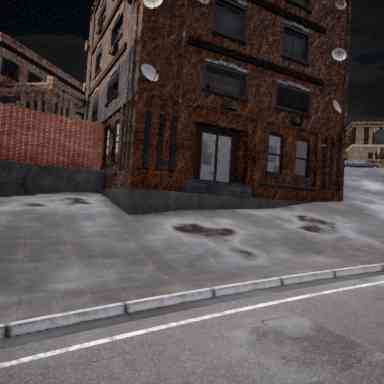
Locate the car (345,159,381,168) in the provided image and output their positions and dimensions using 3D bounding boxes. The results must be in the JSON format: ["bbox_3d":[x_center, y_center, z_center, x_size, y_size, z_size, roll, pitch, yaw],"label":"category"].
[{"bbox_3d":[21.218,-3.296,41.902,4.553,1.767,2.185,2,-3,15],"label":"car"}]
